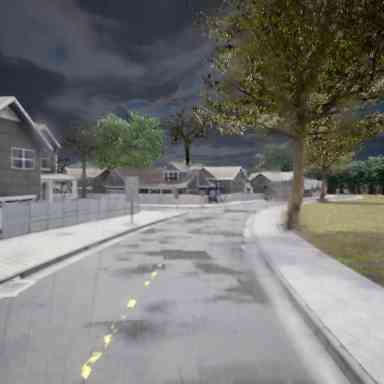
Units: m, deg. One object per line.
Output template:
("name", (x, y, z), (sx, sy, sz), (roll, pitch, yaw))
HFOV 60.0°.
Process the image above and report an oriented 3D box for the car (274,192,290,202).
("car", (19.400, 1.015, 71.595), (2.150, 2.045, 5.566), (2, 1, 33))
